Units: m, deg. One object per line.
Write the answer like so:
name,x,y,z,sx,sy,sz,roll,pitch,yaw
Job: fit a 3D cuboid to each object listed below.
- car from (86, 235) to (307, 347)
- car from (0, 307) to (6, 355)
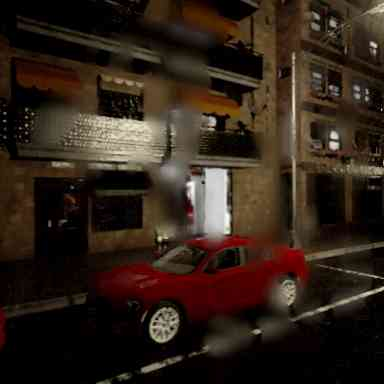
car,0.308,1.561,6.332,4.507,1.381,1.887,0,-1,-36
car,-4.292,1.537,3.049,4.507,1.381,1.887,0,-1,-36
